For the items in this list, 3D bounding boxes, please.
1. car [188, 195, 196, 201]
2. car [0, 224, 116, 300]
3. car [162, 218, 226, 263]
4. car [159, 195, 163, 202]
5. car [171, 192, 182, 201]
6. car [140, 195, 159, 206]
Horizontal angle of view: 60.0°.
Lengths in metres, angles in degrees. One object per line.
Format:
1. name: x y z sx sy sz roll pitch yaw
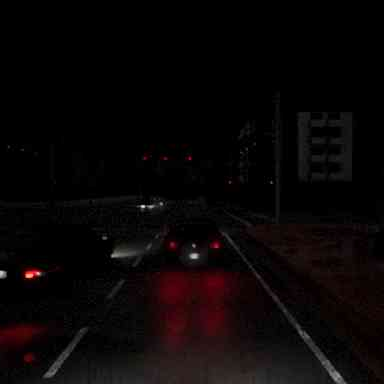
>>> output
1. car: 0.018 1.302 72.776 1.895 1.301 4.718 0 0 0
2. car: -3.443 1.531 8.512 2.033 1.411 5.357 0 0 1
3. car: 0.077 1.579 11.921 1.895 1.301 4.718 0 0 0
4. car: -6.983 1.347 69.028 1.837 1.490 4.892 0 0 0
5. car: -3.482 0.934 72.762 2.150 2.045 5.566 0 0 0
6. car: -7.043 1.451 53.623 2.033 1.411 5.357 0 0 1
